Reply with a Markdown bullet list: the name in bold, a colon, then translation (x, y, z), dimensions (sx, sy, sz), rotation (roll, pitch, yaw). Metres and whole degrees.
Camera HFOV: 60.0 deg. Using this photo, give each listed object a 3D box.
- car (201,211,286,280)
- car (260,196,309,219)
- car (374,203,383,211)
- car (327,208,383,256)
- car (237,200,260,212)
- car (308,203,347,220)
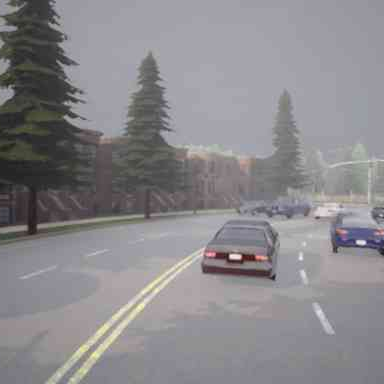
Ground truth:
- **car**: translation (1.688, 1.557, 10.127), dimensions (2.033, 1.411, 5.357), rotation (1, 0, 16)
- **car**: translation (8.873, 1.354, 30.377), dimensions (2.150, 2.045, 5.566), rotation (1, 0, 43)
- **car**: translation (16.568, 1.655, 27.766), dimensions (4.902, 1.511, 2.128), rotation (1, 0, -44)
- **car**: translation (6.673, 1.589, 13.629), dimensions (1.812, 1.442, 4.674), rotation (1, 0, 21)
- **car**: translation (6.315, 1.551, 32.768), dimensions (2.128, 1.511, 4.902), rotation (1, 0, 43)
- **car**: translation (11.868, 1.635, 28.019), dimensions (1.812, 1.442, 4.674), rotation (1, 0, 42)
